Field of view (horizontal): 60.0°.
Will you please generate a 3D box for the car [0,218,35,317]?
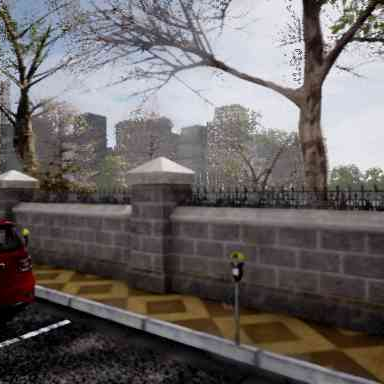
[{"bbox_3d":[-4.992,1.366,6.264,5.009,1.841,2.192,0,0,35],"label":"car"}]
